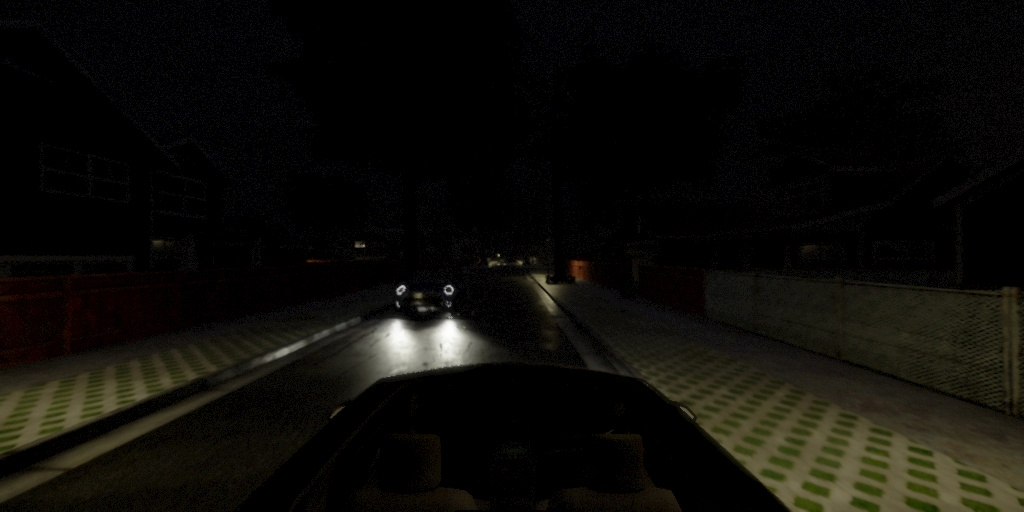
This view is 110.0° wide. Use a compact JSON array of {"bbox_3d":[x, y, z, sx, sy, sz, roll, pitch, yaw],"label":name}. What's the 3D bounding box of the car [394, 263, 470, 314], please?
[{"bbox_3d":[-2.851,1.107,13.634,2.097,1.767,4.553,0,0,0],"label":"car"}]
